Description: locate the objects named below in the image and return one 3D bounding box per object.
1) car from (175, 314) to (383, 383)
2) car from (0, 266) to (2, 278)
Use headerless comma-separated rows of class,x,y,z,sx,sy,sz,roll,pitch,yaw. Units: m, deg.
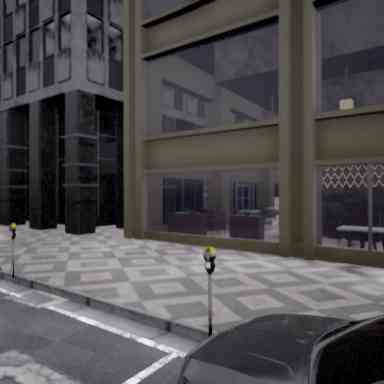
car,2.077,1.509,1.961,4.892,1.490,1.837,1,0,35
car,-6.063,1.443,6.147,4.892,1.490,1.837,1,1,11
